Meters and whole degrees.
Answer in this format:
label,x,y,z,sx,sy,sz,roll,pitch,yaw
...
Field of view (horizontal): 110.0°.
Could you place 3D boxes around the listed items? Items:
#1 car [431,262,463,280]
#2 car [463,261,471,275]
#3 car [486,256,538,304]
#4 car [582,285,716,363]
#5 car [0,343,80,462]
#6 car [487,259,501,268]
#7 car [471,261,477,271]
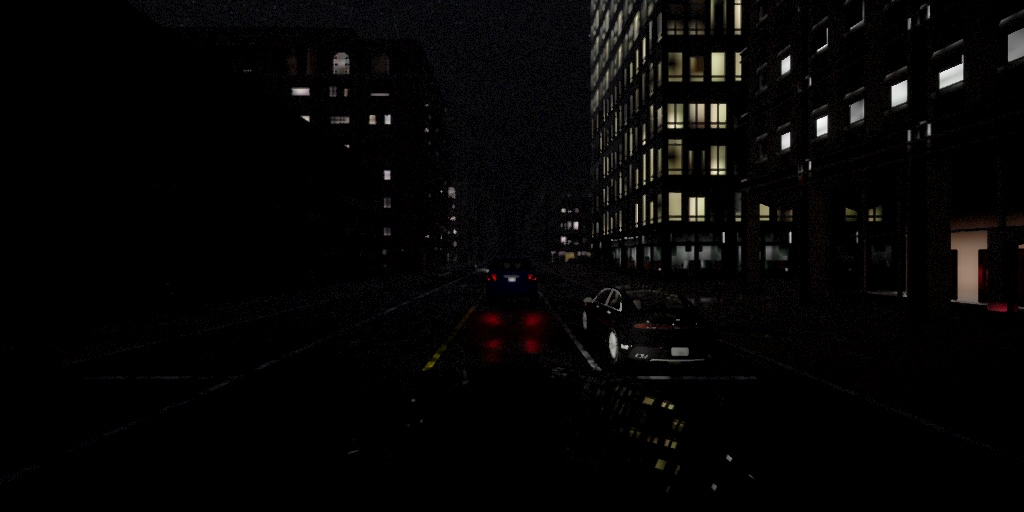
label,x,y,z,sx,sy,sz,roll,pitch,yaw
car,-5.691,1.305,30.513,2.007,1.370,4.403,0,0,0
car,-5.690,1.308,36.161,2.007,1.370,4.403,0,0,0
car,0.000,1.009,16.530,2.150,2.045,5.566,0,0,0
car,2.689,1.299,7.919,2.007,1.370,4.403,0,0,0
car,-5.691,1.329,2.270,1.802,1.307,4.207,0,0,0
car,-3.001,1.298,61.501,2.128,1.511,4.902,0,0,0
car,-5.741,1.346,49.078,1.802,1.307,4.207,0,0,0
